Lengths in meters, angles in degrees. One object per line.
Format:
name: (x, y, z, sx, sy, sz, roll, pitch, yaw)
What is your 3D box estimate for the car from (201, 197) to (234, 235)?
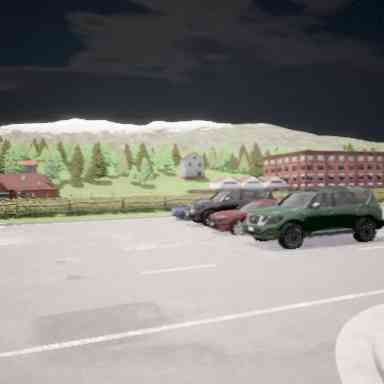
car: (3.259, 1.124, 16.016, 5.008, 1.535, 1.882, -2, 1, -20)

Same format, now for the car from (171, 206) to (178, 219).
car: (0.880, 1.107, 22.586, 4.674, 1.442, 1.812, -2, 1, -20)

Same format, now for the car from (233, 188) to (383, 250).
car: (4.690, 0.894, 12.807, 5.566, 2.045, 2.150, -2, 1, -20)

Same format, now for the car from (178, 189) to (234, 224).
car: (2.325, 0.828, 19.395, 5.566, 2.045, 2.150, -2, 1, -20)
